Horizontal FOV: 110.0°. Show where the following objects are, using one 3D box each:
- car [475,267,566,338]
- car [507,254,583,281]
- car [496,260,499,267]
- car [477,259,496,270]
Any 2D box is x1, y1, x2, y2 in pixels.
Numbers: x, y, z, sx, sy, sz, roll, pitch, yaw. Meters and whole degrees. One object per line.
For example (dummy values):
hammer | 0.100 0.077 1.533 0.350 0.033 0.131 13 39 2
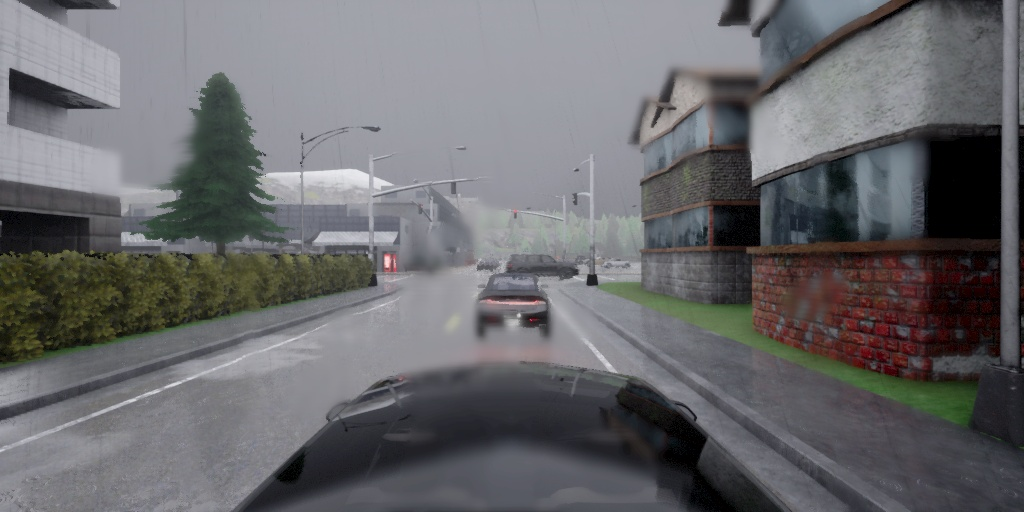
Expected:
car | 0.056 1.242 10.165 2.128 1.511 4.902 0 0 0
car | 2.308 0.840 27.650 5.566 2.045 2.150 -1 0 0
car | -3.578 1.314 58.278 1.994 1.385 4.181 0 0 0
car | -3.590 1.351 48.251 1.895 1.301 4.718 0 0 0
